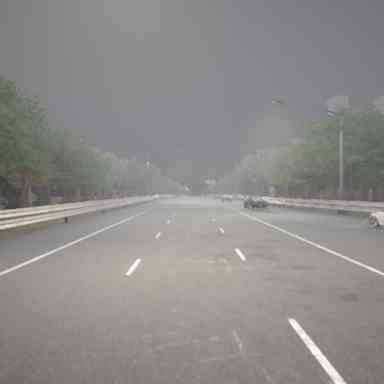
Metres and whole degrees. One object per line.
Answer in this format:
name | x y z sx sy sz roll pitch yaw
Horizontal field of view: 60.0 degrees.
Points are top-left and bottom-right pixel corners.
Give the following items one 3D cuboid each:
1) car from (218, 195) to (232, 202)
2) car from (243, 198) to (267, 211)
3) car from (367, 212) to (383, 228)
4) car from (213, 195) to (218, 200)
car | 7.008 1.481 68.718 1.895 1.301 4.718 0 0 0
car | 7.748 1.417 41.058 1.882 1.535 5.008 0 0 -6
car | 12.681 1.532 19.597 1.812 1.442 4.674 0 0 -18
car | 7.077 1.433 93.650 1.812 1.442 4.674 0 0 0
